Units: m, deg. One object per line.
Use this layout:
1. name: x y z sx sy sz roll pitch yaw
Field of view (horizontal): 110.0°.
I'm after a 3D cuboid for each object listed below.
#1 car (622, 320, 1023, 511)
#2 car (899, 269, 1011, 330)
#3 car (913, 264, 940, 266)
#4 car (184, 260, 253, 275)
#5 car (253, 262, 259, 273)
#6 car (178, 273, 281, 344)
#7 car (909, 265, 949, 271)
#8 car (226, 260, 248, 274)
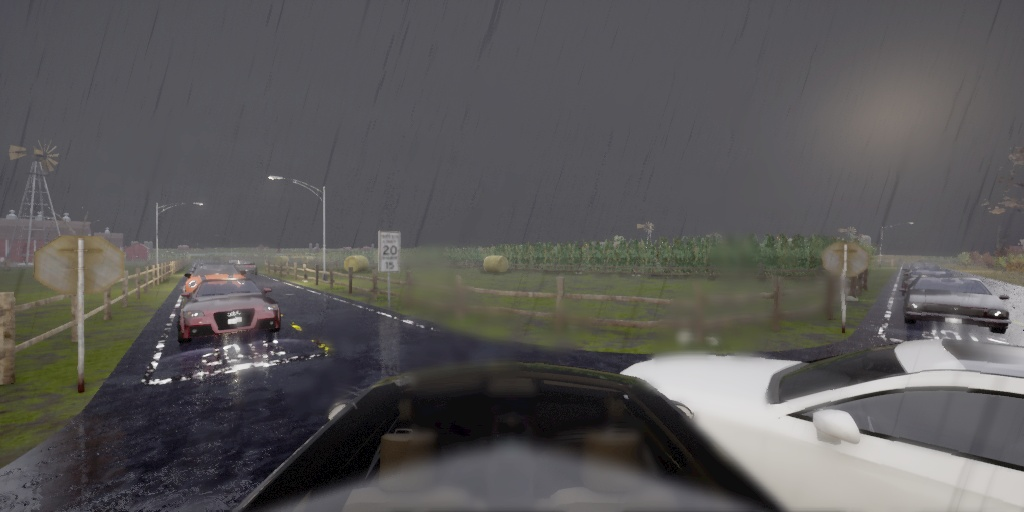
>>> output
1. car: 2.857 1.293 2.241 1.812 1.442 4.674 0 1 -43
2. car: 13.622 1.335 11.209 5.357 1.411 2.033 0 1 -42
3. car: 28.645 1.309 24.850 4.902 1.511 2.128 0 1 -42
4. car: -13.562 1.130 16.469 2.097 1.767 4.553 0 0 -41
5. car: -26.642 1.259 35.825 2.128 1.511 4.902 0 0 -41
6. car: -7.849 1.349 9.931 1.994 1.385 4.181 0 0 -42
7. car: 21.018 1.364 17.929 4.181 1.385 1.994 0 1 -43
8. car: -33.291 1.275 43.348 1.837 1.490 4.892 0 0 -41
